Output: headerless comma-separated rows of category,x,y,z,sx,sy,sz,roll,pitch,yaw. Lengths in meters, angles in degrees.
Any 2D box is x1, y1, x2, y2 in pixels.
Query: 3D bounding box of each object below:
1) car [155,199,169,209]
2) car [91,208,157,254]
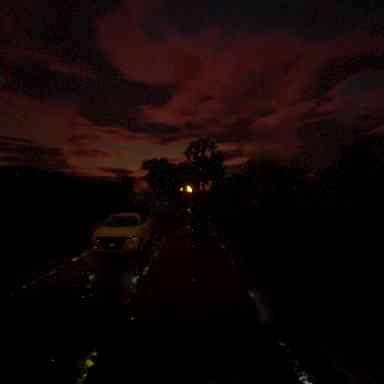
car,-5.093,1.933,55.964,2.097,1.767,4.553,0,-1,-8
car,-2.858,1.636,14.384,1.882,1.535,5.008,0,-1,0
